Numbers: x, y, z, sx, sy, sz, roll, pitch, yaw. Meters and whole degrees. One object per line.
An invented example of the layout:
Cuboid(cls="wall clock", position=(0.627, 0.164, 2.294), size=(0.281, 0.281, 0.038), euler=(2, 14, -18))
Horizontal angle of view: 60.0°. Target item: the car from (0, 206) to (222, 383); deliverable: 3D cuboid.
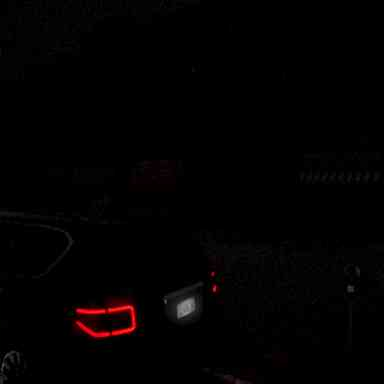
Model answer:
Cuboid(cls="car", position=(-2.249, 1.224, 4.813), size=(5.566, 2.045, 2.150), euler=(0, 0, 35))
